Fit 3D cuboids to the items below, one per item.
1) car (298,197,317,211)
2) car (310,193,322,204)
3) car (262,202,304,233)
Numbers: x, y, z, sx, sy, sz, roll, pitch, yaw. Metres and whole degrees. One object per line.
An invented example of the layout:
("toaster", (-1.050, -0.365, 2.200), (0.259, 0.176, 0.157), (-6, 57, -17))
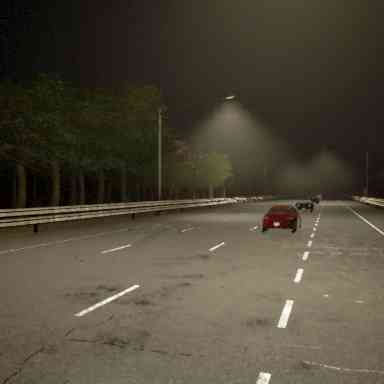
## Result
("car", (13.656, 1.614, 40.076), (1.895, 1.301, 4.718), (0, 0, 22))
("car", (23.994, 1.417, 65.475), (2.097, 1.767, 4.553), (0, 0, 22))
("car", (5.358, 1.528, 19.687), (1.812, 1.442, 4.674), (0, 0, 22))
